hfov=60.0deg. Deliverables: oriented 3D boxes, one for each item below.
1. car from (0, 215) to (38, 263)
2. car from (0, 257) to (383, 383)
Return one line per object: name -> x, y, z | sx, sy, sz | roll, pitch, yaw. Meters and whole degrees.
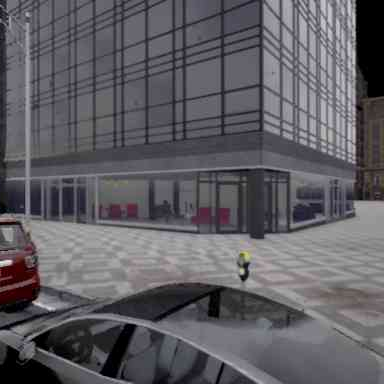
car -> -4.935, 1.320, 6.366 | 5.009, 1.841, 2.192 | 0, 0, 35
car -> -0.343, 1.567, 3.092 | 4.313, 1.339, 1.947 | 0, 0, 35
